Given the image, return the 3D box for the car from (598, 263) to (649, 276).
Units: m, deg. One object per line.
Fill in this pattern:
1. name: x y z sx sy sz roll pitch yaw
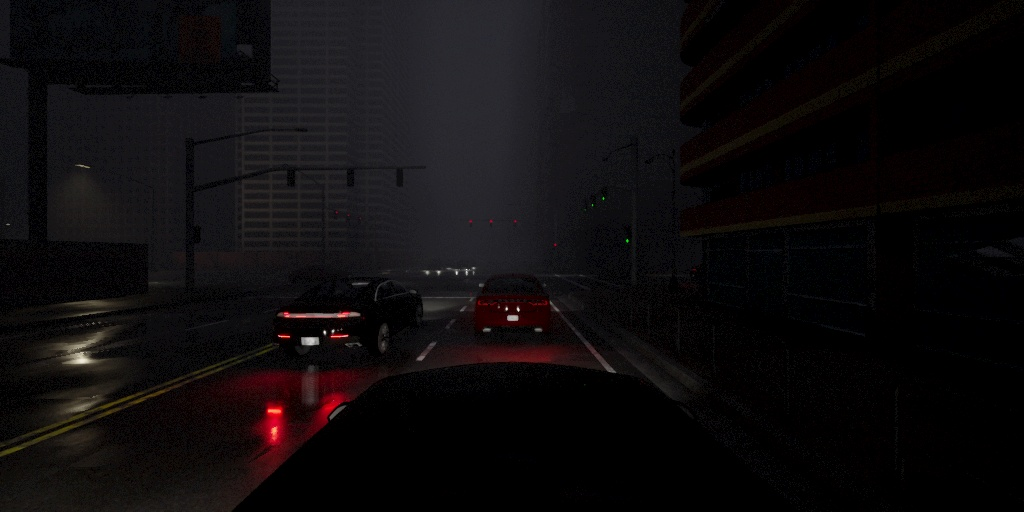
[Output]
1. car: 11.326 1.351 36.748 4.718 1.301 1.895 0 0 2

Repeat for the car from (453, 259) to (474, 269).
1. car: -7.489 1.255 55.614 1.837 1.490 4.892 0 0 0

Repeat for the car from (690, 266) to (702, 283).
1. car: 15.603 1.239 26.033 4.902 1.511 2.128 0 0 0

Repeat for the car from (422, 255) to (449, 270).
1. car: -10.963 1.102 51.705 2.097 1.767 4.553 0 0 0

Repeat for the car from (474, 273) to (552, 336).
1. car: 0.012 1.228 10.440 1.882 1.535 5.008 0 0 0

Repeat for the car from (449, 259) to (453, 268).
1. car: -11.011 1.297 61.904 2.033 1.411 5.357 0 0 0

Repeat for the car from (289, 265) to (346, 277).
1. car: -13.747 1.315 25.971 4.181 1.385 1.994 0 0 0

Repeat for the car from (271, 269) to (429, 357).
1. car: -3.476 1.241 8.552 2.128 1.511 4.902 0 0 -1
